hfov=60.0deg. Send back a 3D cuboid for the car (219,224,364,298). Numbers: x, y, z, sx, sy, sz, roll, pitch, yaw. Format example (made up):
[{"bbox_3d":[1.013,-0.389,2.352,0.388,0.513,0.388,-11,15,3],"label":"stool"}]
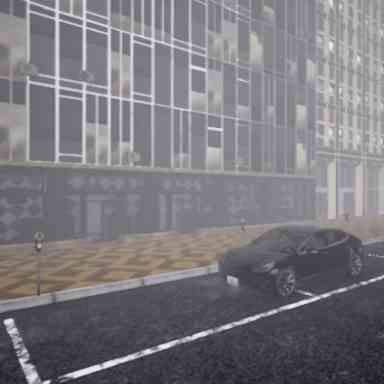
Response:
[{"bbox_3d":[2.659,1.538,8.450,4.313,1.339,1.947,0,0,-35],"label":"car"}]
